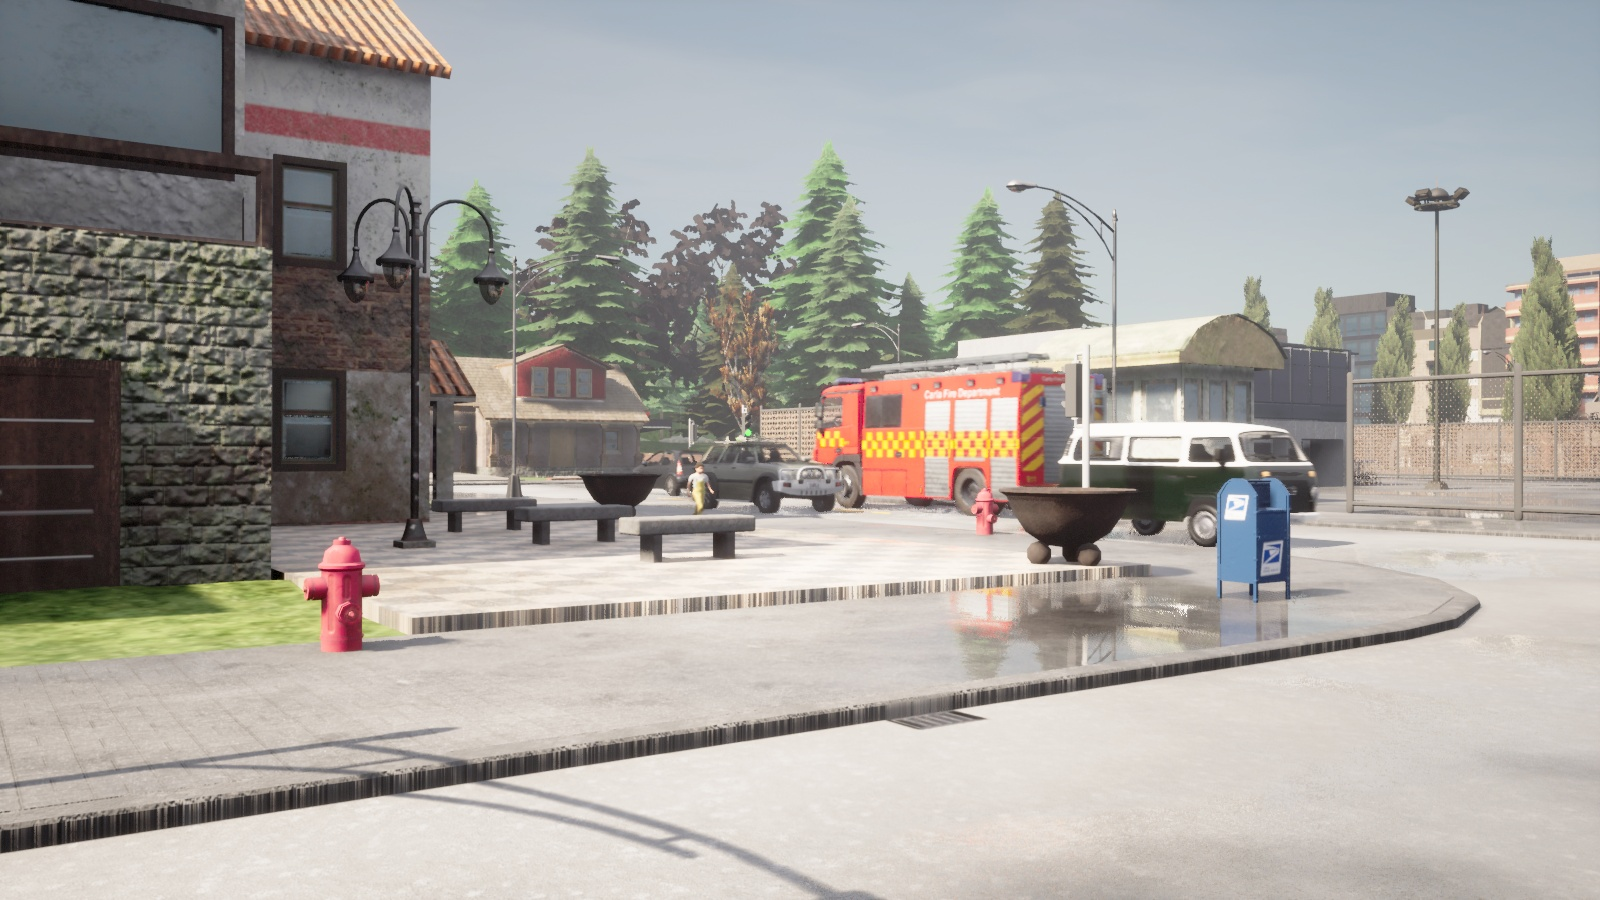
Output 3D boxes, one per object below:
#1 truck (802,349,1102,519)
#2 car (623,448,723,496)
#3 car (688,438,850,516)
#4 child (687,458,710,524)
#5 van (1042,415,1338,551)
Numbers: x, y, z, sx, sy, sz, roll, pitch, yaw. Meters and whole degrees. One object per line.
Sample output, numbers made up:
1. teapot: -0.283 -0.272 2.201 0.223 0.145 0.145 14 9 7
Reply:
1. truck: 3.618 -0.348 32.557 2.891 3.827 8.468 0 0 -34
2. car: -4.537 0.761 44.470 1.851 1.617 3.988 0 0 -34
3. car: -0.883 0.642 32.054 1.932 1.855 4.605 0 0 -34
4. child: -1.994 0.799 24.682 0.270 1.263 0.437 0 0 -34
5. van: 6.469 0.507 21.319 2.069 2.038 4.480 0 0 -34
